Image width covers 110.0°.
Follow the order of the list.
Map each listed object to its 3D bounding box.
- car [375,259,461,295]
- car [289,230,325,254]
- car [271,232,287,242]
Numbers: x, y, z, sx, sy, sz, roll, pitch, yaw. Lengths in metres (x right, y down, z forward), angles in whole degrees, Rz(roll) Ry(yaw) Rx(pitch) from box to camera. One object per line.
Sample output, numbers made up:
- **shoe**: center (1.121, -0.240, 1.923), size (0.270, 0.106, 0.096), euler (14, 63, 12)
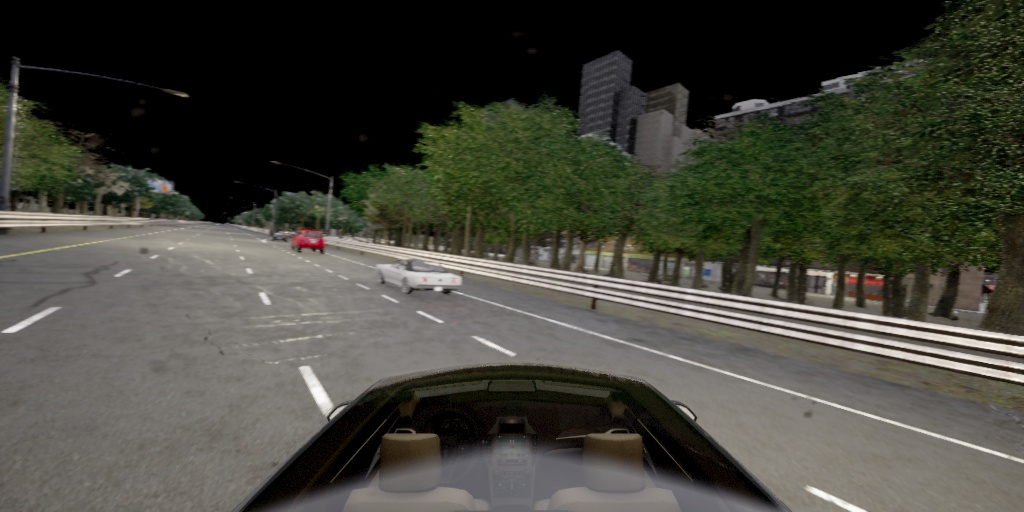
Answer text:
- **car**: center (-4.077, 0.772, 14.945), size (1.895, 1.301, 4.718), euler (5, 1, -39)
- **car**: center (-19.083, -1.346, 33.541), size (2.150, 2.045, 5.566), euler (5, 1, -39)
- **car**: center (-35.002, -2.895, 53.960), size (1.812, 1.442, 4.674), euler (5, 1, -34)
